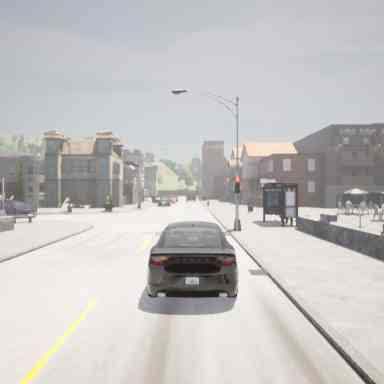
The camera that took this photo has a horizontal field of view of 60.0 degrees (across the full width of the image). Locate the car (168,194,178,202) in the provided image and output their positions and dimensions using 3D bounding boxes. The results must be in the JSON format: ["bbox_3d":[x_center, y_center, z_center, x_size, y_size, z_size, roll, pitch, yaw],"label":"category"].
[{"bbox_3d":[-4.198,1.347,74.100,2.097,1.767,4.553,0,0,0],"label":"car"}]

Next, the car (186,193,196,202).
[{"bbox_3d":[-0.205,1.208,76.702,2.150,2.045,5.566,0,0,0],"label":"car"}]

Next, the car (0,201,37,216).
[{"bbox_3d":[-17.632,1.544,31.631,5.357,1.411,2.033,0,0,5],"label":"car"}]

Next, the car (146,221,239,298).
[{"bbox_3d":[0.027,1.477,8.575,1.882,1.535,5.008,0,0,0],"label":"car"}]

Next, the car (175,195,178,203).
[{"bbox_3d":[-4.221,1.344,63.043,2.097,1.767,4.553,0,0,0],"label":"car"}]

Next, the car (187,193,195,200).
[{"bbox_3d":[-0.234,1.178,87.062,2.097,1.767,4.553,0,0,0],"label":"car"}]

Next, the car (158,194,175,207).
[{"bbox_3d":[-4.233,1.486,52.020,2.128,1.511,4.902,0,0,0],"label":"car"}]
